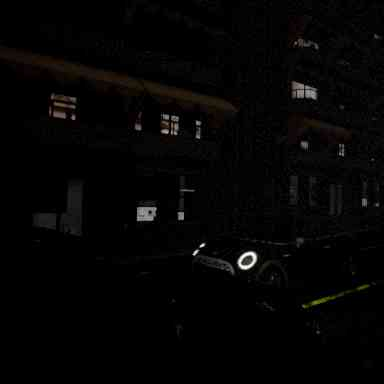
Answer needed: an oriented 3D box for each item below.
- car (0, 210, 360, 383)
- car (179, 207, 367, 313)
[{"bbox_3d":[-1.411,1.221,2.150,5.566,2.045,2.150,0,0,-35],"label":"car"},{"bbox_3d":[2.164,1.356,8.325,4.553,1.767,2.097,0,0,-36],"label":"car"}]
